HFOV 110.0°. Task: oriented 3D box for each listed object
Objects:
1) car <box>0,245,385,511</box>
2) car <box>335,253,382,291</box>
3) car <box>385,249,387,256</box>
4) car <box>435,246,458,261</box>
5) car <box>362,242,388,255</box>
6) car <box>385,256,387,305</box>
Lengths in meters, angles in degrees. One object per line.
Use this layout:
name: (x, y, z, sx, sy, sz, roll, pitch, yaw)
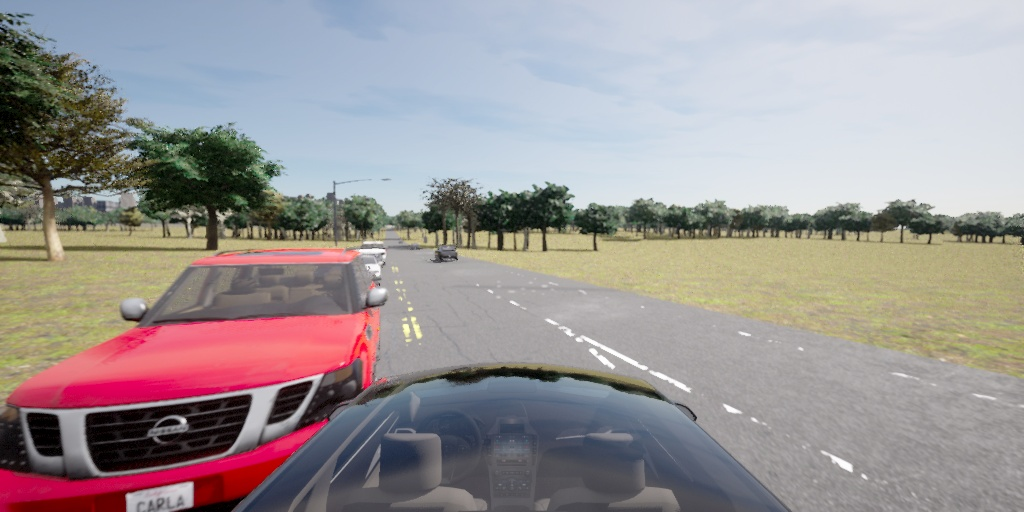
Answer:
car: (-2.859, 0.930, 4.590, 2.150, 2.045, 5.566, -1, 2, -19)
car: (-7.513, 0.673, 17.929, 1.812, 1.442, 4.674, -2, 3, -19)
car: (-10.248, 0.396, 25.809, 1.895, 1.301, 4.718, -1, 3, -19)
car: (-6.895, -0.304, 37.438, 2.128, 1.511, 4.902, -1, 3, -19)
car: (-12.331, -0.252, 31.784, 2.150, 2.045, 5.566, -1, 3, -19)
car: (-4.944, 0.968, 10.567, 2.128, 1.511, 4.902, -1, 3, -19)
